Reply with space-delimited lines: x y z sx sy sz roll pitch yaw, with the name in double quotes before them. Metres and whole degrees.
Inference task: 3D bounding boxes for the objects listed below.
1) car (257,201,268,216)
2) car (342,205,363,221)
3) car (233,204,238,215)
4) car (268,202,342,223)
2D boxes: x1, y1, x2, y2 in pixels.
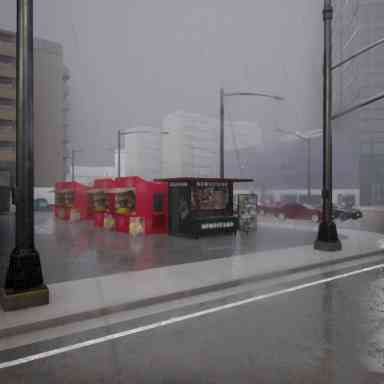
"car" 6.940 1.689 35.686 1.882 1.535 5.008 0 -1 -36
"car" 12.214 1.672 28.408 1.994 1.385 4.181 0 -1 -35
"car" 3.536 1.750 34.422 1.812 1.442 4.674 0 -1 -36
"car" 8.987 1.589 26.864 1.882 1.535 5.008 0 -1 -38
